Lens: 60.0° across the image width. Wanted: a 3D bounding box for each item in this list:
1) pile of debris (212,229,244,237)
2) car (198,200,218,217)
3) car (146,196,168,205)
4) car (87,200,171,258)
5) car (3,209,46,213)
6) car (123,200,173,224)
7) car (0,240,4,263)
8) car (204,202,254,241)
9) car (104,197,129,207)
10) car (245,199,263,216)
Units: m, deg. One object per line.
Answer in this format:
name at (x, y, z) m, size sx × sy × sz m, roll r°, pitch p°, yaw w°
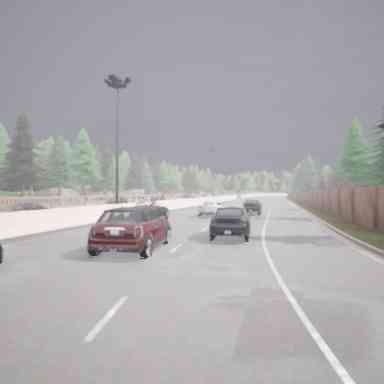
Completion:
pile of debris at (1.952, 2.177, 17.597) m, size 1.500 × 0.140 × 1.860 m, roll 0°, pitch 0°, yaw 12°
car at (1.823, 1.521, 31.245) m, size 1.812 × 1.442 × 4.674 m, roll 0°, pitch 0°, yaw 14°
car at (-6.020, 1.497, 57.923) m, size 2.033 × 1.411 × 5.357 m, roll 0°, pitch 0°, yaw 14°
car at (-2.209, 1.337, 12.911) m, size 2.097 × 1.767 × 4.553 m, roll 0°, pitch 0°, yaw 8°
car at (-11.398, 1.488, 22.194) m, size 2.033 × 1.411 × 5.357 m, roll 0°, pitch 0°, yaw 13°
car at (-3.192, 1.467, 25.412) m, size 2.128 × 1.511 × 4.902 m, roll 0°, pitch 0°, yaw 13°
car at (-6.400, 1.460, 7.552) m, size 2.128 × 1.511 × 4.902 m, roll 0°, pitch 0°, yaw 5°
car at (2.029, 1.502, 16.846) m, size 1.837 × 1.490 × 4.892 m, roll 0°, pitch 0°, yaw 11°
car at (-11.454, 1.454, 50.793) m, size 1.812 × 1.442 × 4.674 m, roll 0°, pitch 0°, yaw 15°
car at (6.226, 1.518, 34.383) m, size 1.837 × 1.490 × 4.892 m, roll 0°, pitch 0°, yaw 14°
